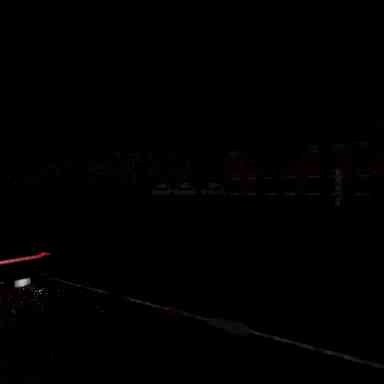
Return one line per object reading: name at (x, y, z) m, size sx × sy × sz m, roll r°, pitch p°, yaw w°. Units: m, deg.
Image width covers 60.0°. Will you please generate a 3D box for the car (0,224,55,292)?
car at (-5.171, 1.495, 7.719) m, size 4.902 × 1.511 × 2.128 m, roll 0°, pitch 0°, yaw 36°
